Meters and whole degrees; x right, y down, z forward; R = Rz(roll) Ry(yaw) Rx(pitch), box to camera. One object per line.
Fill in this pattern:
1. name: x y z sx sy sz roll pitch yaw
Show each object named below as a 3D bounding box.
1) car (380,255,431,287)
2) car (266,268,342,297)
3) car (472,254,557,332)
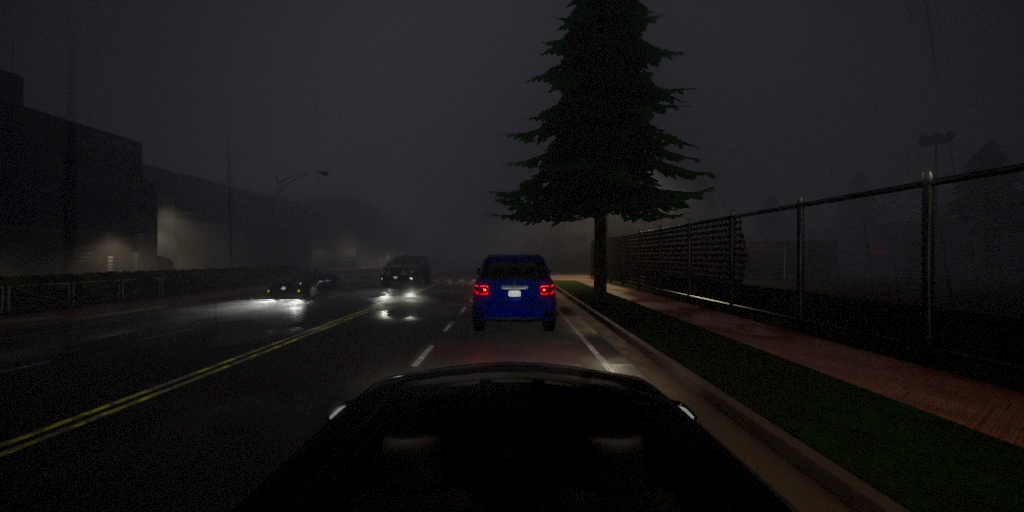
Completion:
1. car: -7.111 0.974 24.647 2.150 2.045 5.566 0 0 0
2. car: -10.637 1.313 18.674 1.994 1.385 4.181 0 0 0
3. car: 0.054 0.971 11.060 2.150 2.045 5.566 0 0 0
